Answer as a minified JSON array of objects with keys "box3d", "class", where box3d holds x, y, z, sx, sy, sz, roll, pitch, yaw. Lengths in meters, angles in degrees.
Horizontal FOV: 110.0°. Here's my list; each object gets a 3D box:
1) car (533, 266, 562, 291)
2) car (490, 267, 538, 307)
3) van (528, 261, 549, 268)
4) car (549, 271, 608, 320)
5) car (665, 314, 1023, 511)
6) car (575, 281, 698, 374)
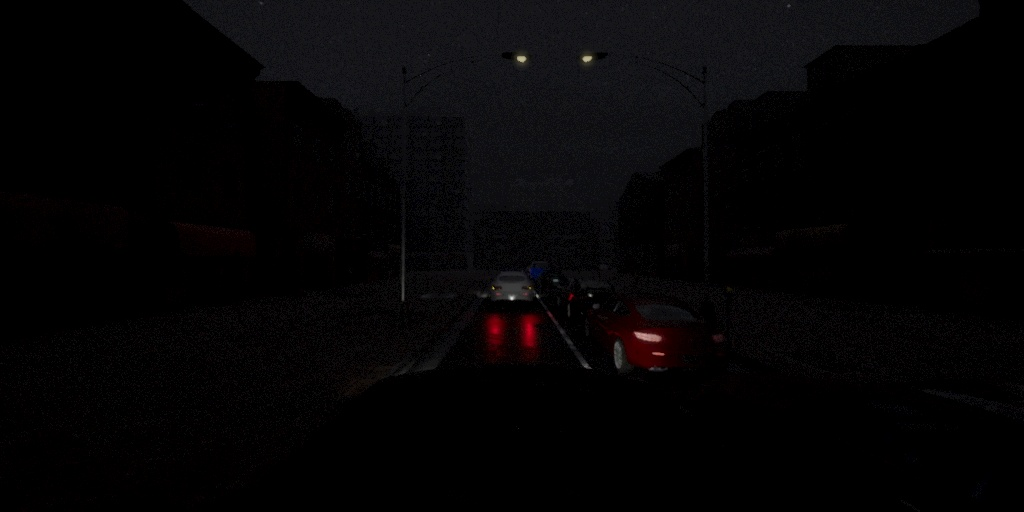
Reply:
[{"box3d":[2.637,1.535,23.663,1.948,1.339,4.313,0,0,0],"class":"car"},{"box3d":[0.004,1.418,16.245,1.812,1.442,4.674,0,0,0],"class":"car"},{"box3d":[2.636,1.426,34.538,1.690,1.789,3.998,0,0,0],"class":"van"},{"box3d":[2.638,1.408,12.789,2.007,1.370,4.403,0,0,0],"class":"car"},{"box3d":[2.639,1.334,1.915,1.802,1.307,4.207,0,0,0],"class":"car"},{"box3d":[2.638,1.386,7.352,1.802,1.307,4.207,0,0,0],"class":"car"}]
